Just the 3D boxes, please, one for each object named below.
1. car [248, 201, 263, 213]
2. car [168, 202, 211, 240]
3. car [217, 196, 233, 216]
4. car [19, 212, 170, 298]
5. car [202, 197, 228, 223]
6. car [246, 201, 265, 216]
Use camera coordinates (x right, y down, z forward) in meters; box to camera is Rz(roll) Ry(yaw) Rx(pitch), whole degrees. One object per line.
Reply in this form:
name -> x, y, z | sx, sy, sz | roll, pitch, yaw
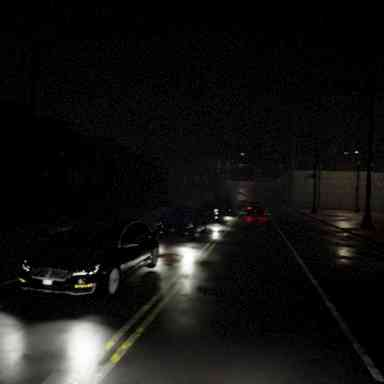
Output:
car -> 9.072, 2.065, 47.448 | 2.033, 1.411, 5.357 | 2, 0, 11
car -> -0.416, 1.514, 17.750 | 1.882, 1.535, 5.008 | 2, 0, 11
car -> 3.462, 1.481, 37.502 | 2.150, 2.045, 5.566 | 2, 0, 9
car -> -2.200, 1.437, 8.517 | 1.837, 1.490, 4.892 | 2, 0, 11
car -> 1.461, 1.496, 27.396 | 2.097, 1.767, 4.553 | 2, 0, 11
car -> 7.192, 1.935, 37.681 | 1.812, 1.442, 4.674 | 2, 0, 11
